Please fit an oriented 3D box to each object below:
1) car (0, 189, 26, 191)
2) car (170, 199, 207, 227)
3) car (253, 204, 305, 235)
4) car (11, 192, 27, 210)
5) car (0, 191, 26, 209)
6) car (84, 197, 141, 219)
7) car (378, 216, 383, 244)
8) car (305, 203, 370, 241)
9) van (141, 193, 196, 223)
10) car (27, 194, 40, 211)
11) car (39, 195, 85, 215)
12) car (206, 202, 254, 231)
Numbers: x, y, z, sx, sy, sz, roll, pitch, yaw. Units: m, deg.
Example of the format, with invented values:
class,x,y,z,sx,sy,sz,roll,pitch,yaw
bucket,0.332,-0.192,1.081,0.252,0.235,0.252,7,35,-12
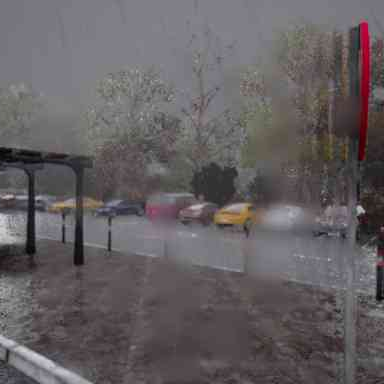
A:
class,x,y,z,sx,sy,sz,roll,pitch,yaw
car,-21.652,0.664,38.073,2.435,2.045,5.566,1,1,35
car,0.974,1.405,22.013,2.002,1.452,4.674,1,1,35
car,5.499,1.496,18.796,2.002,1.452,4.674,1,1,35
car,-14.849,1.051,33.278,2.231,1.521,4.892,1,1,35
car,-17.112,1.005,34.886,2.097,1.535,5.008,1,1,35
car,-5.824,1.259,26.816,2.163,1.488,4.792,1,1,35
car,10.028,1.547,15.585,2.097,1.535,5.008,1,1,35
car,7.783,1.376,17.213,2.185,1.767,4.553,1,1,35
van,-1.214,1.094,23.716,1.878,1.987,4.442,1,1,35
car,-12.576,1.124,31.689,2.163,1.488,4.792,1,1,35
car,-10.438,1.137,29.905,1.946,1.575,5.366,1,1,35
car,3.237,1.410,20.401,2.097,1.535,5.008,1,1,35
